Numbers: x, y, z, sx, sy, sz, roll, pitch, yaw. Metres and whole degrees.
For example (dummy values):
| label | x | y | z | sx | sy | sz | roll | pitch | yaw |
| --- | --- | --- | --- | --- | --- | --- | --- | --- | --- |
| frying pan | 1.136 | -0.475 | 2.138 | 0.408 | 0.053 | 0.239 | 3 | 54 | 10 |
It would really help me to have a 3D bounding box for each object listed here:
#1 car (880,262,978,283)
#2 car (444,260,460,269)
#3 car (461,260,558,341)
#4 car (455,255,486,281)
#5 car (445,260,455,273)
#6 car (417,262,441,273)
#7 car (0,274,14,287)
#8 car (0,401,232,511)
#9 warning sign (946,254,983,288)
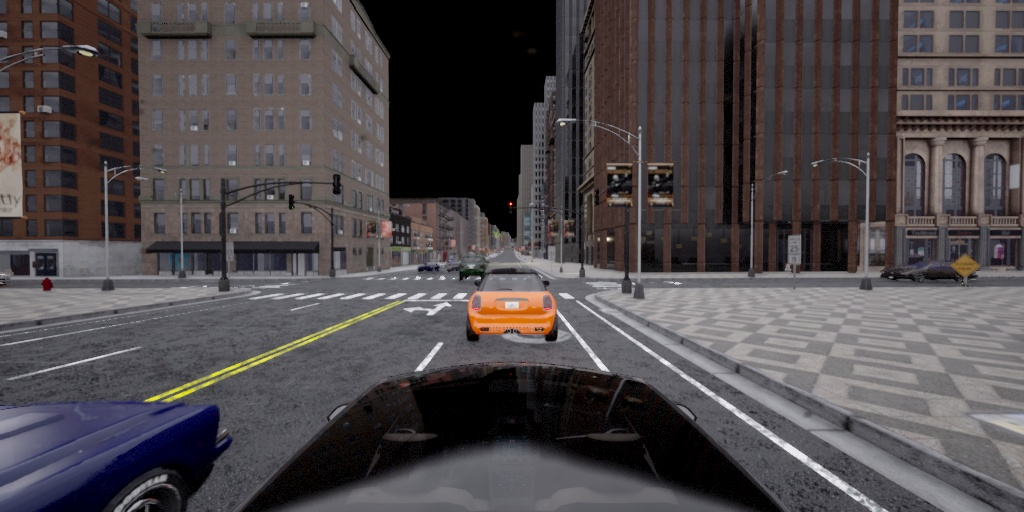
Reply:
| label | x | y | z | sx | sy | sz | roll | pitch | yaw |
| --- | --- | --- | --- | --- | --- | --- | --- | --- | --- |
| car | 29.870 | 1.138 | 25.734 | 5.357 | 1.411 | 2.033 | 0 | 1 | 0 |
| car | -9.830 | 1.332 | 59.240 | 1.994 | 1.385 | 4.181 | 0 | 0 | 0 |
| car | 0.010 | 1.100 | 10.005 | 2.097 | 1.767 | 4.553 | 0 | 0 | 0 |
| car | -3.152 | 0.975 | 30.458 | 2.150 | 2.045 | 5.566 | 0 | 0 | 0 |
| car | -6.597 | 1.326 | 43.338 | 1.994 | 1.385 | 4.181 | 0 | 0 | 0 |
| car | -9.848 | 1.363 | 42.709 | 1.895 | 1.301 | 4.718 | 0 | 0 | 0 |
| car | -36.489 | 1.487 | 23.747 | 4.718 | 1.301 | 1.895 | 0 | 1 | 0 |
| car | -3.152 | 1.351 | 0.666 | 1.895 | 1.301 | 4.718 | 0 | 0 | 0 |
| warning sign | 25.178 | 0.824 | 19.910 | 1.060 | 1.860 | 1.300 | 0 | 0 | 0 |
